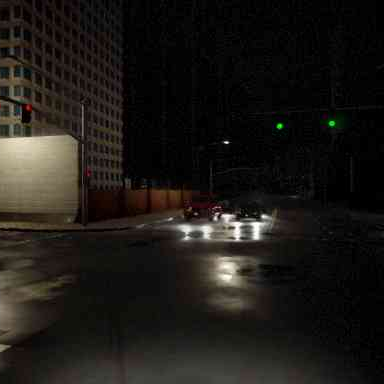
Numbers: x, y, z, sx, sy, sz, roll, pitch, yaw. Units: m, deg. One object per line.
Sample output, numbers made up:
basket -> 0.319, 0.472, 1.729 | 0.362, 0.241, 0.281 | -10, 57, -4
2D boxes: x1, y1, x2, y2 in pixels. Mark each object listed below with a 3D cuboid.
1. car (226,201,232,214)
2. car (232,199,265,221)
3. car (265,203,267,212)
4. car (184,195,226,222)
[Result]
car -> 3.523, 1.642, 36.480 | 1.994, 1.385, 4.181 | 0, 0, 15
car -> 4.886, 1.576, 28.167 | 1.837, 1.490, 4.892 | 0, 0, 15
car -> 7.365, 1.577, 37.233 | 2.128, 1.511, 4.902 | 0, 0, 15
car -> 1.057, 1.285, 27.436 | 2.150, 2.045, 5.566 | 0, 0, 16
